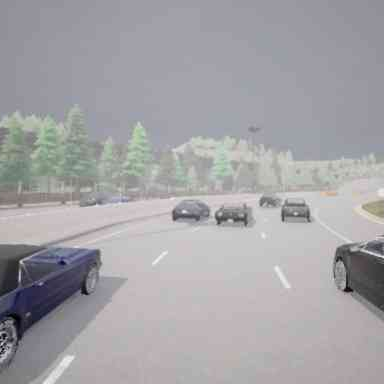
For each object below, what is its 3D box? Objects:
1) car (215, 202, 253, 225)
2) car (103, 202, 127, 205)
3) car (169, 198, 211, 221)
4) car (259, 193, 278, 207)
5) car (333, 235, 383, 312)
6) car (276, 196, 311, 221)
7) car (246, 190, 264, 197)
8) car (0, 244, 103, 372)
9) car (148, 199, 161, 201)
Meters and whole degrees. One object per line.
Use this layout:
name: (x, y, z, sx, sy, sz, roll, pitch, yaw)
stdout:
car: (2.794, 1.302, 21.069, 1.895, 1.301, 4.718, 0, 1, 15)
car: (-7.692, 0.996, 34.488, 1.812, 1.442, 4.674, 0, 1, 20)
car: (0.031, 1.218, 23.488, 1.994, 1.385, 4.181, 0, 1, 15)
car: (9.214, 0.969, 38.717, 1.837, 1.490, 4.892, 0, 1, 27)
car: (3.984, 1.419, 5.602, 2.128, 1.511, 4.902, 0, 1, 4)
car: (7.250, 1.167, 23.440, 2.128, 1.511, 4.902, 0, 1, 16)
car: (13.450, 0.303, 71.003, 1.837, 1.490, 4.892, 1, 1, 36)
car: (-3.075, 1.510, 5.453, 1.895, 1.301, 4.718, 0, 1, 4)
car: (-3.280, 1.020, 36.331, 1.994, 1.385, 4.181, 0, 1, 22)
